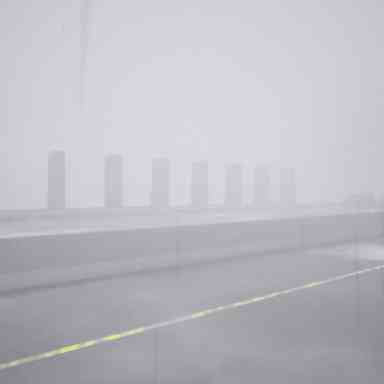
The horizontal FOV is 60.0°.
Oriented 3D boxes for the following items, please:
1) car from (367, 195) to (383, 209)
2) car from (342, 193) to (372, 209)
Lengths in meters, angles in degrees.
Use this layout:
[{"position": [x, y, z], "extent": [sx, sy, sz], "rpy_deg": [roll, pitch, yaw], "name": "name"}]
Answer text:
[{"position": [25.834, 1.489, 44.221], "extent": [4.902, 1.511, 2.128], "rpy_deg": [0, 0, -36], "name": "car"}, {"position": [23.480, 1.218, 46.832], "extent": [5.566, 2.045, 2.150], "rpy_deg": [0, 0, -36], "name": "car"}]
